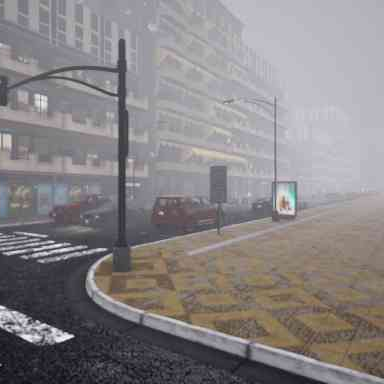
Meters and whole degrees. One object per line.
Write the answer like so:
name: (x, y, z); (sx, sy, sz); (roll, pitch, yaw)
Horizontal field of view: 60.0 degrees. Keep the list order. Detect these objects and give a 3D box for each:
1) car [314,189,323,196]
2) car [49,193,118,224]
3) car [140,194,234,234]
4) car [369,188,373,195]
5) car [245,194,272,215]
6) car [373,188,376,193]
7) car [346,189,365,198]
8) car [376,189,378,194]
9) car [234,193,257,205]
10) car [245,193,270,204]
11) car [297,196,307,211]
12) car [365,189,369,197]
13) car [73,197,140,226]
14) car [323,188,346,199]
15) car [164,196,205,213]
car: (27.996, 0.008, 72.414); (1.967, 1.590, 4.097); (1, 2, 35)
car: (-6.979, 1.040, 22.429); (2.192, 1.841, 5.009); (1, 2, 35)
car: (-0.079, 1.043, 17.675); (2.192, 1.841, 5.009); (1, 2, 35)
car: (34.905, 0.115, 67.673); (1.887, 1.381, 4.507); (1, 2, 35)
car: (6.281, 1.087, 26.770); (1.947, 1.339, 4.313); (1, 2, 35)
car: (38.086, 0.008, 72.218); (1.887, 1.381, 4.507); (1, 2, 35)
car: (28.545, 0.328, 58.584); (1.887, 1.381, 4.507); (1, 2, 35)
car: (44.446, -0.200, 81.308); (2.008, 1.369, 4.403); (1, 2, 35)
car: (5.738, 0.860, 40.611); (2.008, 1.369, 4.403); (1, 2, 35)
car: (8.918, 0.786, 45.154); (1.802, 1.307, 4.206); (1, 2, 35)
car: (9.461, 0.982, 31.315); (1.947, 1.339, 4.313); (1, 2, 35)
car: (31.725, 0.117, 63.125); (1.967, 1.590, 4.097); (1, 2, 35)
car: (-4.539, 1.263, 21.419); (2.033, 1.411, 5.357); (0, 1, 36)
car: (24.694, 0.403, 57.626); (1.994, 1.385, 4.181); (0, 1, 35)
car: (-0.621, 1.100, 31.524); (1.802, 1.307, 4.206); (1, 2, 35)
